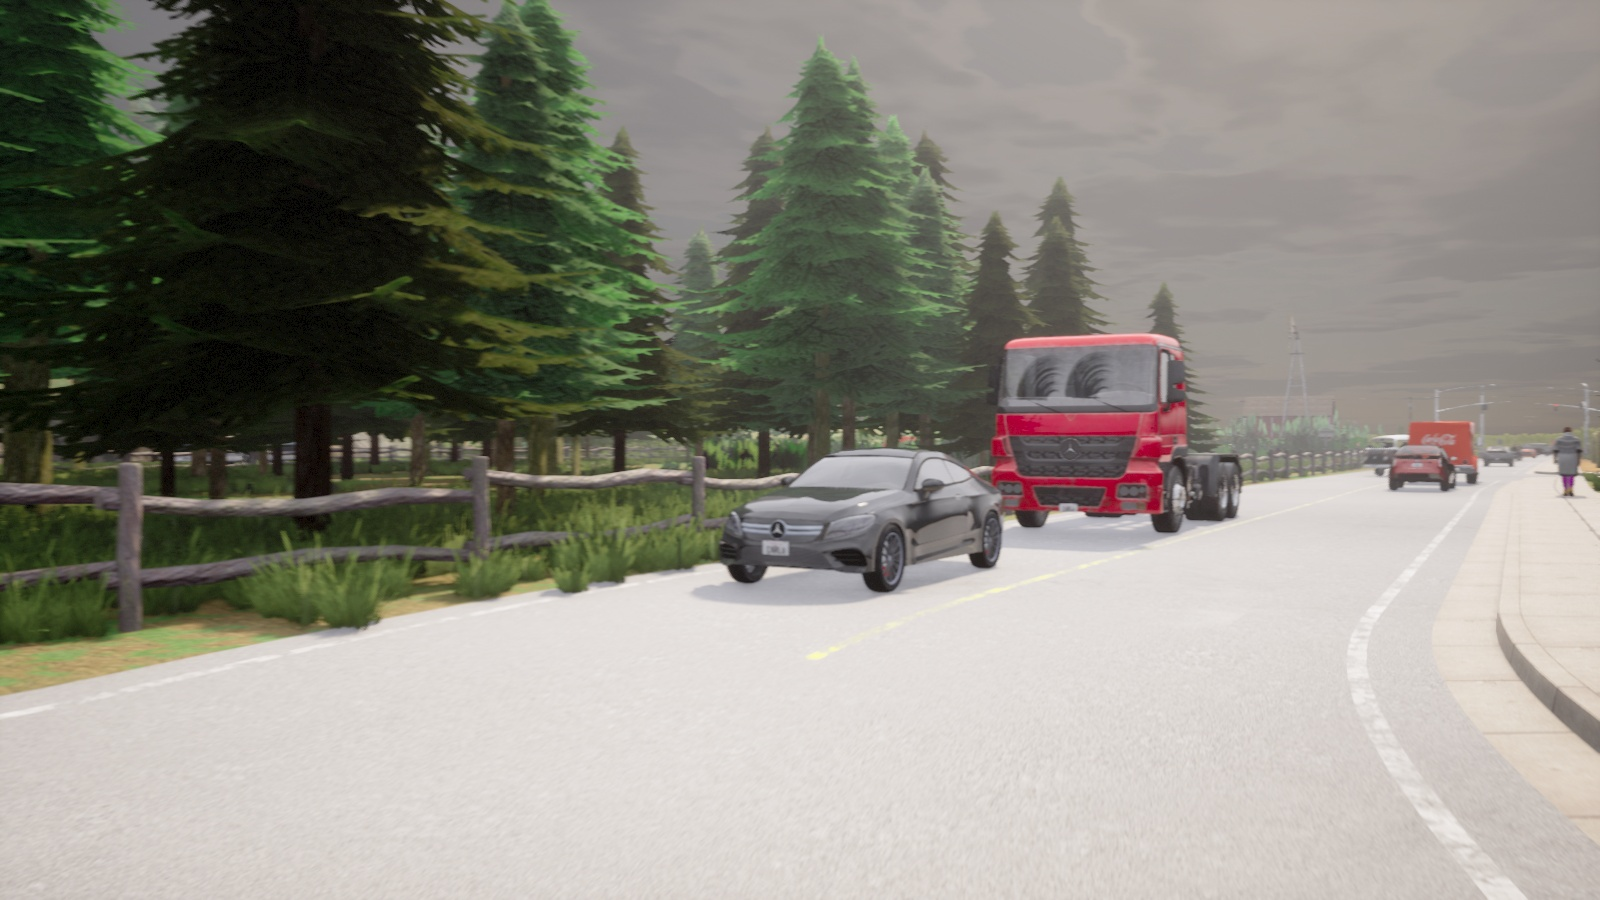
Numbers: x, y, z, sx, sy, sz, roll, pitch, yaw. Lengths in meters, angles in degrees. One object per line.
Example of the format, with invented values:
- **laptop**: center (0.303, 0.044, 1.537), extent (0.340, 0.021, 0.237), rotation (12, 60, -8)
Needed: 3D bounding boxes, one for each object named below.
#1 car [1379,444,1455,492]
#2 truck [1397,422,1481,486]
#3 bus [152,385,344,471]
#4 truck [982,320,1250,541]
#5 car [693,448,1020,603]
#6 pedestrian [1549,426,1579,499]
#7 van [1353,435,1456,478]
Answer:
- **car**: center (21.076, 0.584, 42.781), extent (2.007, 1.525, 4.514), rotation (0, 0, 30)
- **truck**: center (25.906, 0.137, 50.809), extent (2.627, 2.467, 5.204), rotation (0, 0, 31)
- **bus**: center (-29.050, -1.098, 66.920), extent (3.944, 4.253, 10.273), rotation (0, 0, 14)
- **truck**: center (6.284, -0.324, 23.844), extent (2.891, 3.462, 7.936), rotation (0, 0, 30)
- **car**: center (0.847, 0.701, 14.266), extent (1.812, 1.442, 4.674), rotation (0, 0, 29)
- **pedestrian**: center (20.559, 0.331, 33.784), extent (0.659, 1.952, 0.873), rotation (0, 0, 32)
- **van**: center (29.392, 0.322, 61.065), extent (4.480, 2.038, 2.069), rotation (0, -1, -22)
